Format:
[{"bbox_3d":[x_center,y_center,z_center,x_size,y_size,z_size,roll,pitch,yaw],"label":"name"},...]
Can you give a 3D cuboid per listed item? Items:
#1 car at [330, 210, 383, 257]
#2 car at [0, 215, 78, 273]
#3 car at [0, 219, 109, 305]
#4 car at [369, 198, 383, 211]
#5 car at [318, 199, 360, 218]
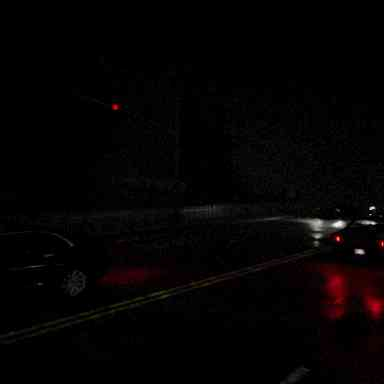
[{"bbox_3d":[6.749,1.548,11.825,4.718,1.301,1.895,0,1,-45],"label":"car"},{"bbox_3d":[-5.888,1.486,9.377,4.718,1.301,1.895,0,1,-45],"label":"car"},{"bbox_3d":[-3.983,1.426,6.333,4.892,1.490,1.837,0,1,-45],"label":"car"},{"bbox_3d":[15.327,1.247,25.570,4.553,1.767,2.097,0,1,-45],"label":"car"},{"bbox_3d":[12.108,1.339,27.311,5.008,1.535,1.882,0,0,-45],"label":"car"}]
